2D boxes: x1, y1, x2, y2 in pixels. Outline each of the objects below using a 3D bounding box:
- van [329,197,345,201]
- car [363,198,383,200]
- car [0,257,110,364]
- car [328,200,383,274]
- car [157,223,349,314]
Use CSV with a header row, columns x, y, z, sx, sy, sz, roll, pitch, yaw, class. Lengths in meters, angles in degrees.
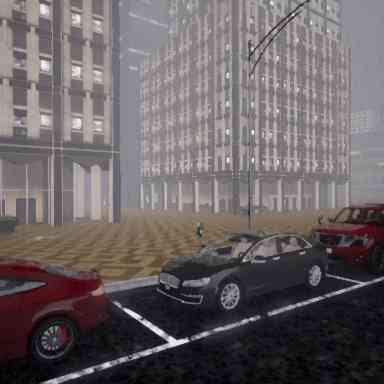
x,y,z,sx,sy,sz,roll,pitch,yaw,class
35.601,2.072,82.530,1.690,1.788,3.998,-1,0,-36,van
40.522,2.152,75.645,1.887,1.381,4.507,-1,0,-36,car
-3.185,1.581,4.295,4.206,1.307,1.802,0,0,-35,car
5.814,1.314,10.717,5.009,1.841,2.192,0,0,-36,car
1.315,1.550,7.506,4.403,1.369,2.008,0,0,-35,car
